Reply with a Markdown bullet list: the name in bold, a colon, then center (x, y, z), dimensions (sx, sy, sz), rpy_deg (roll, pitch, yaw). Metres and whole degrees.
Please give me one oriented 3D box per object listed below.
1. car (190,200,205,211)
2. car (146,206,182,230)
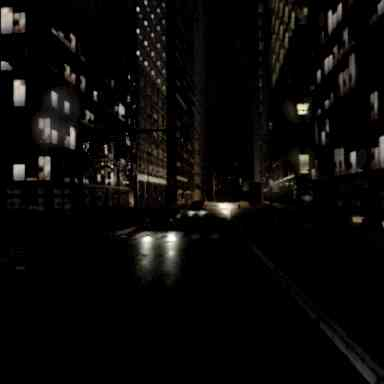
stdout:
- **car**: center (0.807, 2.012, 49.871), dimensions (1.882, 1.535, 5.008), rpy_deg (0, -1, 7)
- **car**: center (-1.883, 1.756, 23.623), dimensions (1.882, 1.535, 5.008), rpy_deg (0, 0, 6)
